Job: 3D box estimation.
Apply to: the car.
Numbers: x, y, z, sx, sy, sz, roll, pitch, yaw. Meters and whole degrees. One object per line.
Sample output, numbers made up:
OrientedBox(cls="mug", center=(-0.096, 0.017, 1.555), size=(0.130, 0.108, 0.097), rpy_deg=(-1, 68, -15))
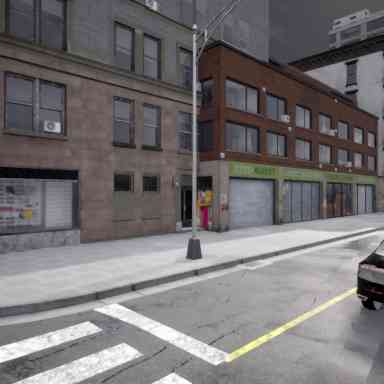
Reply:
OrientedBox(cls="car", center=(5.017, 1.497, 6.800), size=(4.902, 1.511, 2.128), rpy_deg=(0, 0, -44))
